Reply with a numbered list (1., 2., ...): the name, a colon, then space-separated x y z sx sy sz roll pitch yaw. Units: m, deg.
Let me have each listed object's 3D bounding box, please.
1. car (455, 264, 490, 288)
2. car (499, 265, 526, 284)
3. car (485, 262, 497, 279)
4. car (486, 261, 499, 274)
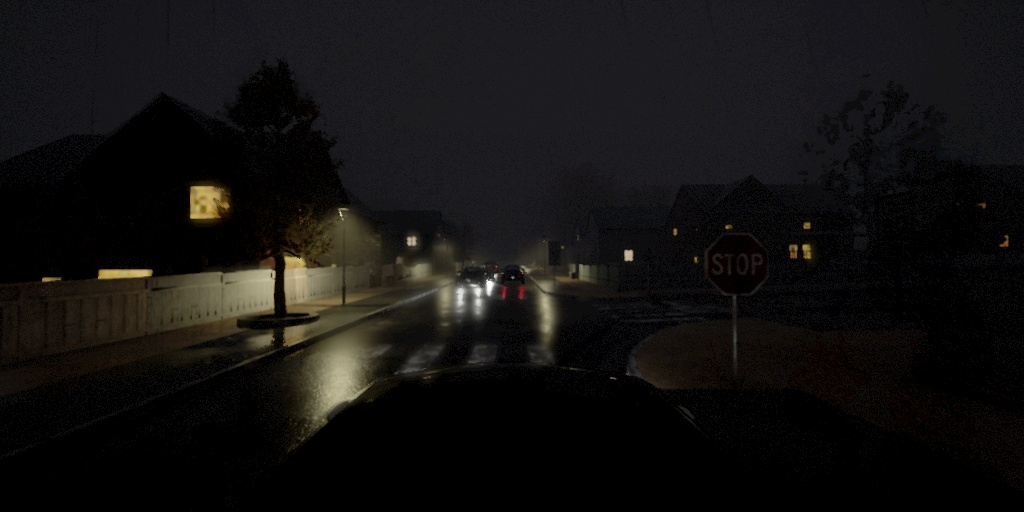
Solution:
1. car: -2.880 1.494 25.836 1.994 1.385 4.181 0 -1 0
2. car: 0.067 1.485 29.882 1.812 1.442 4.674 0 0 0
3. car: -2.889 1.612 36.825 1.895 1.301 4.718 0 0 0
4. car: -2.889 1.448 48.478 2.097 1.767 4.553 0 0 0
